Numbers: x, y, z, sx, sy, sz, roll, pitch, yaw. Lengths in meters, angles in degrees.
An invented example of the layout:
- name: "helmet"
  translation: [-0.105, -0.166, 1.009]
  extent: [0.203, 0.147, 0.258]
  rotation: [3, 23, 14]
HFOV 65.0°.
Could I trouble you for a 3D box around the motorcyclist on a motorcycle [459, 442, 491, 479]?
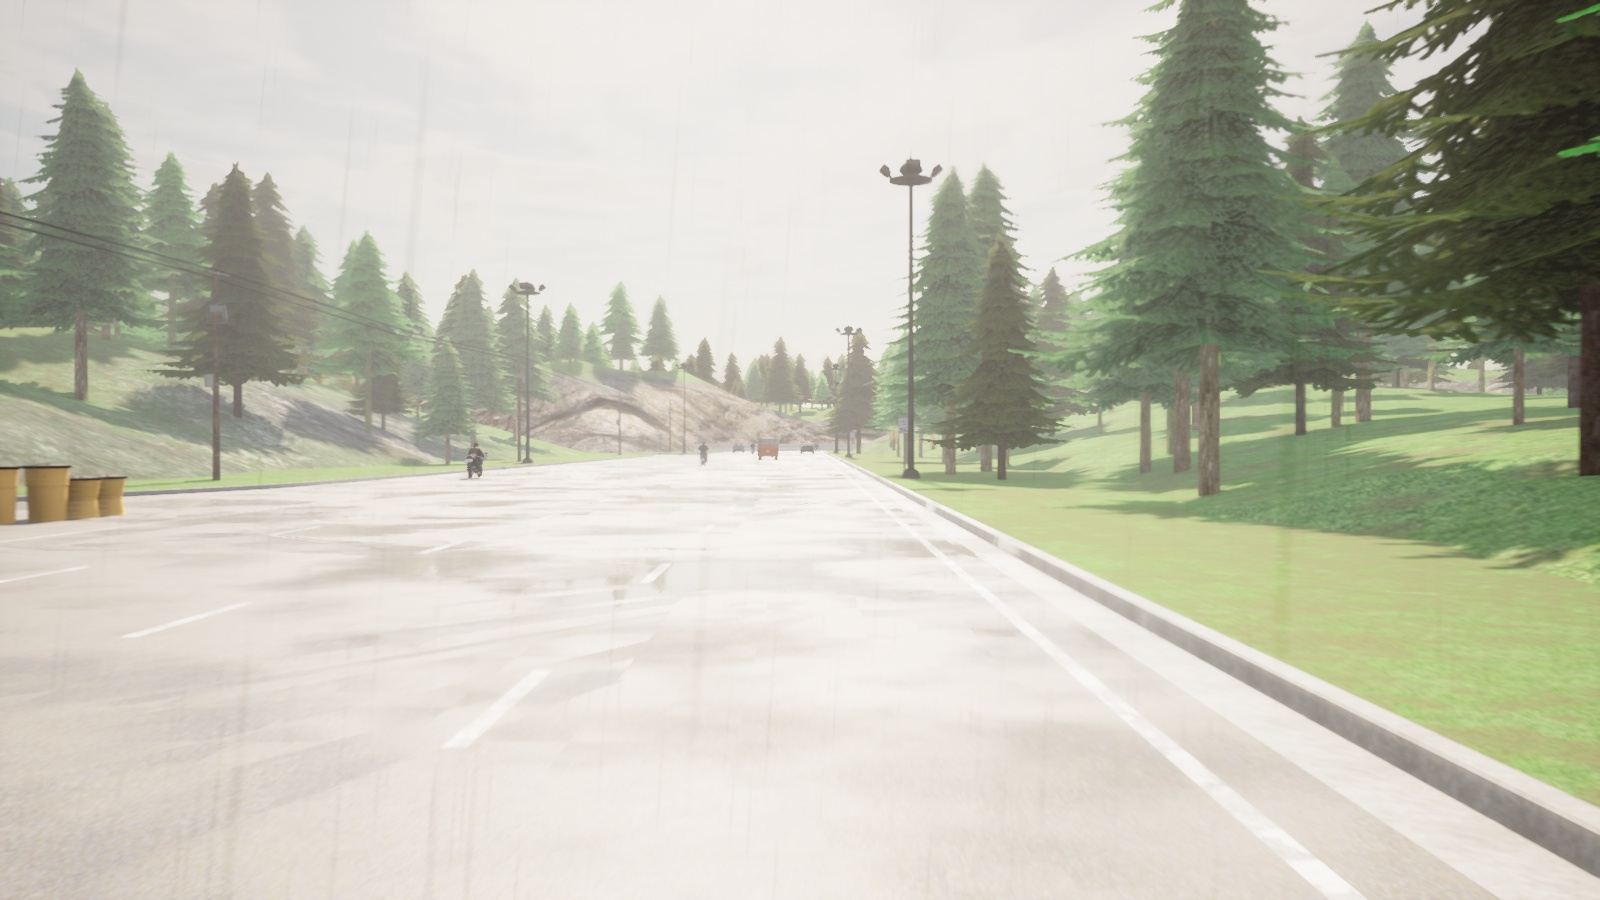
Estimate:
- name: "motorcyclist on a motorcycle"
  translation: [-13.644, 0.421, 52.766]
  extent: [0.797, 1.523, 2.044]
  rotation: [0, 0, 0]
